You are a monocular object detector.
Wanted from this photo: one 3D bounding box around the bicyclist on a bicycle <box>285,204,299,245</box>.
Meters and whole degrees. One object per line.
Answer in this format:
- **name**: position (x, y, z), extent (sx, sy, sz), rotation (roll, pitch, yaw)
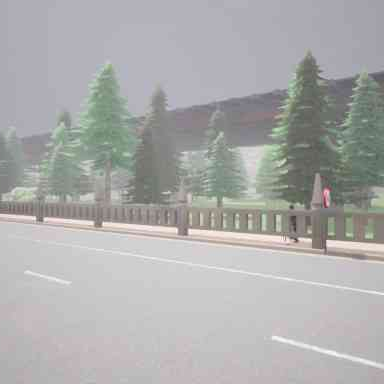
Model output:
- **bicyclist on a bicycle**: position (4.112, 1.341, 13.595), extent (0.582, 1.620, 1.656), rotation (0, -3, 35)
